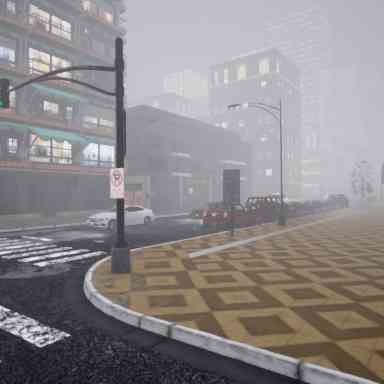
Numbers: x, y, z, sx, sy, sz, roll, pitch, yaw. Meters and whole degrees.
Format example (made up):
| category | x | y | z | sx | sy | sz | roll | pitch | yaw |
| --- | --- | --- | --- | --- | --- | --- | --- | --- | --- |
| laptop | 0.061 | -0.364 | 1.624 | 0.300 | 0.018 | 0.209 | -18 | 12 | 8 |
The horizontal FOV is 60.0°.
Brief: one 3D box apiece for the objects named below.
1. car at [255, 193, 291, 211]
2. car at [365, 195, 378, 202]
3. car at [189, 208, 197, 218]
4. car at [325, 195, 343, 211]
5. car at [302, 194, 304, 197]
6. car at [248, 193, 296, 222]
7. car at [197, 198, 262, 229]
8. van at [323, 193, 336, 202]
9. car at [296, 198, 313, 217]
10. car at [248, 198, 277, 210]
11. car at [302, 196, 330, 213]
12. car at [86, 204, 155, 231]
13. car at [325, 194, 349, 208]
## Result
| category | x | y | z | sx | sy | sz | roll | pitch | yaw |
| --- | --- | --- | --- | --- | --- | --- | --- | --- | --- |
| car | 9.742 | 1.161 | 39.827 | 2.150 | 2.045 | 5.566 | -1 | -1 | 37 |
| car | 35.555 | 1.333 | 65.838 | 1.887 | 1.381 | 4.507 | -1 | 0 | 36 |
| car | 1.986 | 1.514 | 29.291 | 2.033 | 1.411 | 5.357 | -1 | 0 | 36 |
| car | 15.686 | 1.415 | 38.794 | 2.008 | 1.369 | 4.403 | -1 | 0 | 36 |
| car | 22.481 | 1.439 | 61.352 | 1.752 | 1.417 | 4.829 | -1 | 0 | 36 |
| car | 5.750 | 1.215 | 25.273 | 2.192 | 1.841 | 5.009 | -1 | 0 | 36 |
| car | 2.439 | 1.352 | 20.765 | 1.967 | 1.590 | 4.097 | -1 | 0 | 36 |
| van | 29.203 | 1.229 | 70.504 | 1.690 | 1.788 | 3.998 | -1 | 0 | 36 |
| car | 9.064 | 1.470 | 29.779 | 1.802 | 1.307 | 4.206 | -1 | 0 | 36 |
| car | 9.235 | 1.489 | 43.322 | 1.752 | 1.417 | 4.829 | -1 | 0 | 36 |
| car | 12.375 | 1.421 | 34.287 | 1.887 | 1.381 | 4.507 | -1 | 0 | 36 |
| car | -4.303 | 1.515 | 20.734 | 1.812 | 1.442 | 4.674 | -1 | 0 | 36 |
| car | 18.995 | 1.167 | 43.302 | 2.192 | 1.841 | 5.009 | -1 | 0 | 36 |
